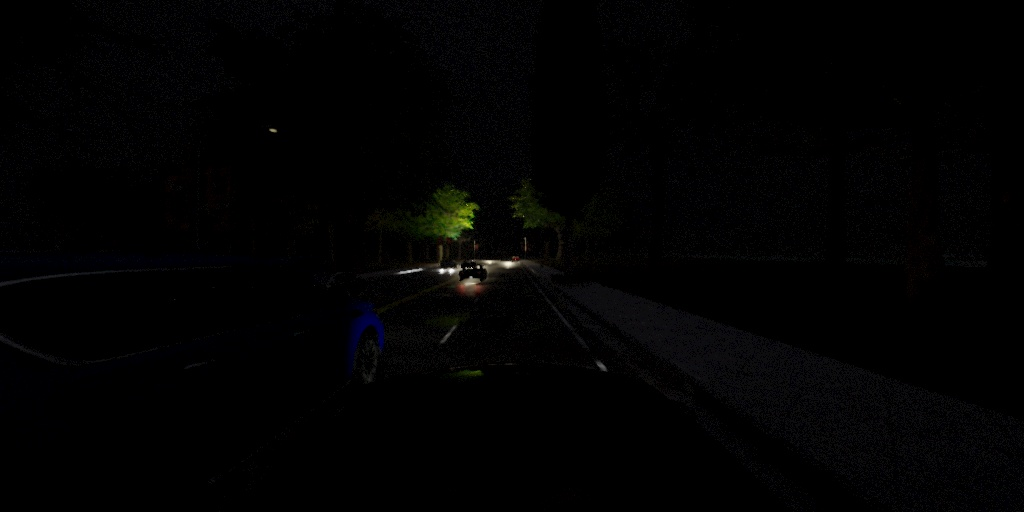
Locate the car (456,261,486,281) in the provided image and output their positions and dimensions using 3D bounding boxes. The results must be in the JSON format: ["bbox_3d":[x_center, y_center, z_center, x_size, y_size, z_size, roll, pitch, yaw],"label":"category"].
[{"bbox_3d":[-3.145,1.335,29.697,1.895,1.301,4.718,0,0,0],"label":"car"}]

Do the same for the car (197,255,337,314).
[{"bbox_3d":[-9.846,0.979,15.221,2.150,2.045,5.566,0,0,0],"label":"car"}]

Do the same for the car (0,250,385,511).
[{"bbox_3d":[-3.152,0.976,3.507,2.150,2.045,5.566,0,0,0],"label":"car"}]

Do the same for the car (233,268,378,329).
[{"bbox_3d":[-6.597,1.249,12.307,2.128,1.511,4.902,0,0,0],"label":"car"}]

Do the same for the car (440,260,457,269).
[{"bbox_3d":[-9.796,1.241,55.470,1.895,1.301,4.718,0,0,1],"label":"car"}]

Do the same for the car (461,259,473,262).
[{"bbox_3d":[-6.556,1.210,53.750,1.994,1.385,4.181,0,0,0],"label":"car"}]
